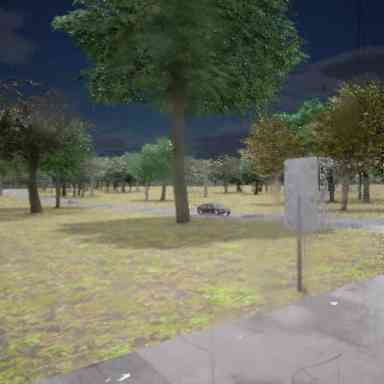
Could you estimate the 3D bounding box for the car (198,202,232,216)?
[{"bbox_3d":[2.570,1.988,38.921,1.837,1.490,4.892,0,-1,-35],"label":"car"}]
